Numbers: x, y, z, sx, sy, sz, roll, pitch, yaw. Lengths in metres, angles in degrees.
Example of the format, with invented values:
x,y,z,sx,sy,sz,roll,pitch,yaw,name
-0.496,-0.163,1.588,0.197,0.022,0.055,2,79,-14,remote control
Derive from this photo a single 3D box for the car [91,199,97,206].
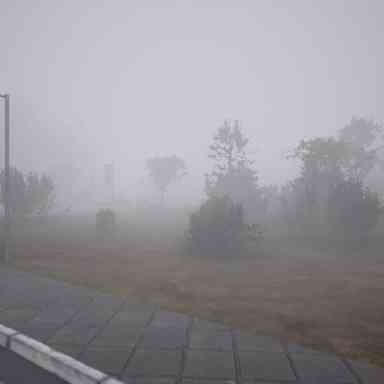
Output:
x,y,z,sx,sy,sz,roll,pitch,yaw,name
-13.449,1.397,52.083,1.882,1.535,5.008,0,1,39,car

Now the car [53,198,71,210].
x,y,z,sx,sy,sz,roll,pitch,yaw,name
-17.527,1.484,41.455,2.128,1.511,4.902,0,0,39,car

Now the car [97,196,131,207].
x,y,z,sx,sy,sz,roll,pitch,yaw,name
-11.164,1.528,49.343,1.895,1.301,4.718,0,1,39,car
